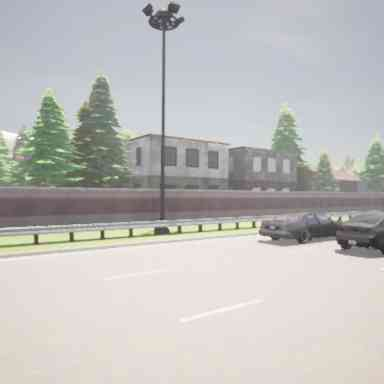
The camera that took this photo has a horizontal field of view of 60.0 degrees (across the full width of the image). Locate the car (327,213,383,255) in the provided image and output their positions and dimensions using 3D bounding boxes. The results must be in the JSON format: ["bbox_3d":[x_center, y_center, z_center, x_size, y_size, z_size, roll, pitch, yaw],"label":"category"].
[{"bbox_3d":[7.971,1.648,13.855,4.892,1.490,1.837,0,0,-35],"label":"car"}]

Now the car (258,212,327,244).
[{"bbox_3d":[5.688,1.685,16.529,5.357,1.411,2.033,1,0,-35],"label":"car"}]
